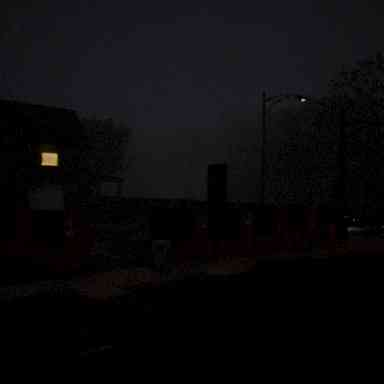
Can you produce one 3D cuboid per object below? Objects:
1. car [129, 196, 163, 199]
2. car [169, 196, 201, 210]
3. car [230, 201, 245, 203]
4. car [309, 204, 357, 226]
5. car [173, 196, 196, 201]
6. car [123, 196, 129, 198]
[{"bbox_3d":[-6.762,1.555,48.032,2.033,1.411,5.357,1,0,-35],"label":"car"},{"bbox_3d":[-1.017,1.413,45.858,2.097,1.767,4.553,1,0,-36],"label":"car"},{"bbox_3d":[4.503,1.613,32.231,1.812,1.442,4.674,1,0,-36],"label":"car"},{"bbox_3d":[9.808,1.649,24.826,1.812,1.442,4.674,1,0,-36],"label":"car"},{"bbox_3d":[-0.705,1.404,39.496,2.097,1.767,4.553,1,0,-36],"label":"car"},{"bbox_3d":[-13.295,1.467,68.571,2.128,1.511,4.902,1,0,-36],"label":"car"}]
